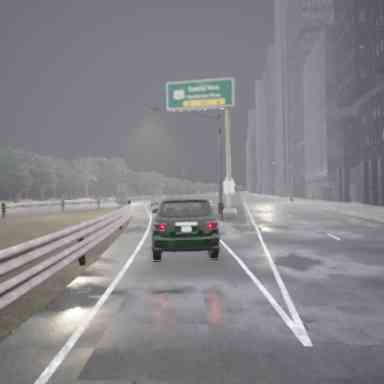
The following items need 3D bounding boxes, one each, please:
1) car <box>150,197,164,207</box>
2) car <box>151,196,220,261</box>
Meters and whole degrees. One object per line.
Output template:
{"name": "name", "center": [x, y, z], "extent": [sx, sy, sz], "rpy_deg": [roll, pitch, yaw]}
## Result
{"name": "car", "center": [-5.798, 1.655, 54.290], "extent": [2.033, 1.411, 5.357], "rpy_deg": [-1, 0, -7]}
{"name": "car", "center": [-0.308, 1.186, 12.390], "extent": [2.150, 2.045, 5.566], "rpy_deg": [-1, 0, -3]}
